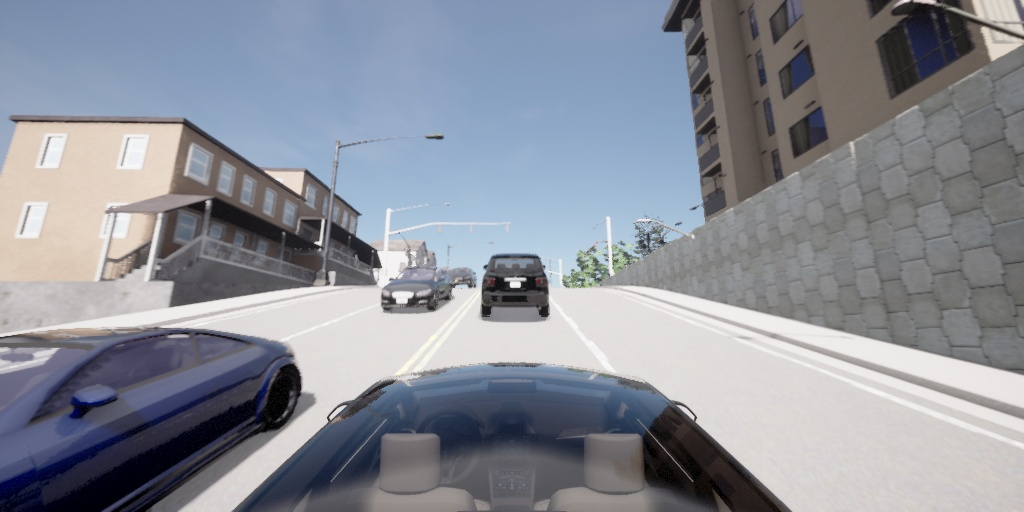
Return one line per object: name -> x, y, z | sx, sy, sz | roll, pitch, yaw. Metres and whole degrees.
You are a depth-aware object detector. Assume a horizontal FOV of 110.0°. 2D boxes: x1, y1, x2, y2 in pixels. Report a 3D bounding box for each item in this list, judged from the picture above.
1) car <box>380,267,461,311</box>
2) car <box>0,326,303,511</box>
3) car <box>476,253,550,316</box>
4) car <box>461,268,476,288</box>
car -> -3.561, 1.181, 14.108 | 2.128, 1.511, 4.902 | 0, 0, 0
car -> -3.592, 1.308, 2.747 | 1.994, 1.385, 4.181 | 0, 0, 0
car -> 0.099, 0.916, 13.151 | 2.150, 2.045, 5.566 | 0, 0, 0
car -> -3.556, 1.575, 25.470 | 1.837, 1.490, 4.892 | 0, -5, 0
